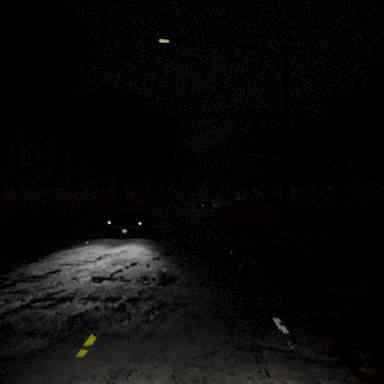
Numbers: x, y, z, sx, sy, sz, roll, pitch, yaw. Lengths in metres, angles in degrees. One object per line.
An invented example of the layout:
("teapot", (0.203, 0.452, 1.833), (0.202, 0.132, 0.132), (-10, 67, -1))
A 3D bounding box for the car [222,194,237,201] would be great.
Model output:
("car", (7.532, 1.017, 65.852), (1.895, 1.301, 4.718), (0, 2, 22))

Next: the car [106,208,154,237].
("car", (-3.184, 1.532, 17.823), (1.895, 1.301, 4.718), (2, 0, 0))

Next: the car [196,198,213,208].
("car", (1.824, 1.456, 45.726), (1.895, 1.301, 4.718), (0, 0, 10))
